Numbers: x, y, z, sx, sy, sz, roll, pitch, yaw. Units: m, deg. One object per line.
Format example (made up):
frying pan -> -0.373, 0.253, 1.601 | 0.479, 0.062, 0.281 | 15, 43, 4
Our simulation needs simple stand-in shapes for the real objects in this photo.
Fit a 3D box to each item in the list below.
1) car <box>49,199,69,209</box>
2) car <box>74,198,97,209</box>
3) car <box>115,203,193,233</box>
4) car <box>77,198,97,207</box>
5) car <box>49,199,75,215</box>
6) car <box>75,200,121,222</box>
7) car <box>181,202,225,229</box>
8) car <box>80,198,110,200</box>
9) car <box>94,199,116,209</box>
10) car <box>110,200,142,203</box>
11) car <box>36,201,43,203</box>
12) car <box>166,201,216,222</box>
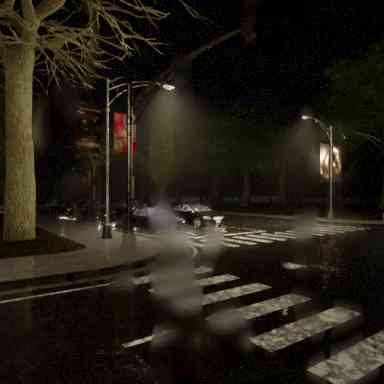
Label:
car -> -20.339, 1.822, 50.671 | 1.812, 1.442, 4.674 | 0, -1, -36
car -> -16.354, 1.763, 50.836 | 1.882, 1.535, 5.008 | 0, 0, -36
car -> -2.509, 1.614, 20.450 | 2.033, 1.411, 5.357 | 0, 0, -36
car -> -18.807, 1.850, 59.625 | 1.882, 1.535, 5.008 | 0, -1, -36
car -> -14.309, 1.679, 36.695 | 1.837, 1.490, 4.892 | 0, -1, -36
car -> -7.941, 1.677, 27.926 | 1.994, 1.385, 4.181 | 0, 0, -36
car -> 0.166, 1.568, 22.319 | 2.128, 1.511, 4.902 | 0, 0, -36
car -> -11.161, 1.742, 37.893 | 1.994, 1.385, 4.181 | 0, 0, -36
car -> -13.931, 1.824, 52.967 | 1.812, 1.442, 4.674 | 0, -1, -36
car -> -5.254, 1.474, 29.761 | 2.097, 1.767, 4.553 | 0, 0, -36
car -> -23.266, 1.558, 49.178 | 1.994, 1.385, 4.181 | 0, -1, -36
car -> -0.184, 1.618, 28.651 | 1.837, 1.490, 4.892 | 0, 0, -36
